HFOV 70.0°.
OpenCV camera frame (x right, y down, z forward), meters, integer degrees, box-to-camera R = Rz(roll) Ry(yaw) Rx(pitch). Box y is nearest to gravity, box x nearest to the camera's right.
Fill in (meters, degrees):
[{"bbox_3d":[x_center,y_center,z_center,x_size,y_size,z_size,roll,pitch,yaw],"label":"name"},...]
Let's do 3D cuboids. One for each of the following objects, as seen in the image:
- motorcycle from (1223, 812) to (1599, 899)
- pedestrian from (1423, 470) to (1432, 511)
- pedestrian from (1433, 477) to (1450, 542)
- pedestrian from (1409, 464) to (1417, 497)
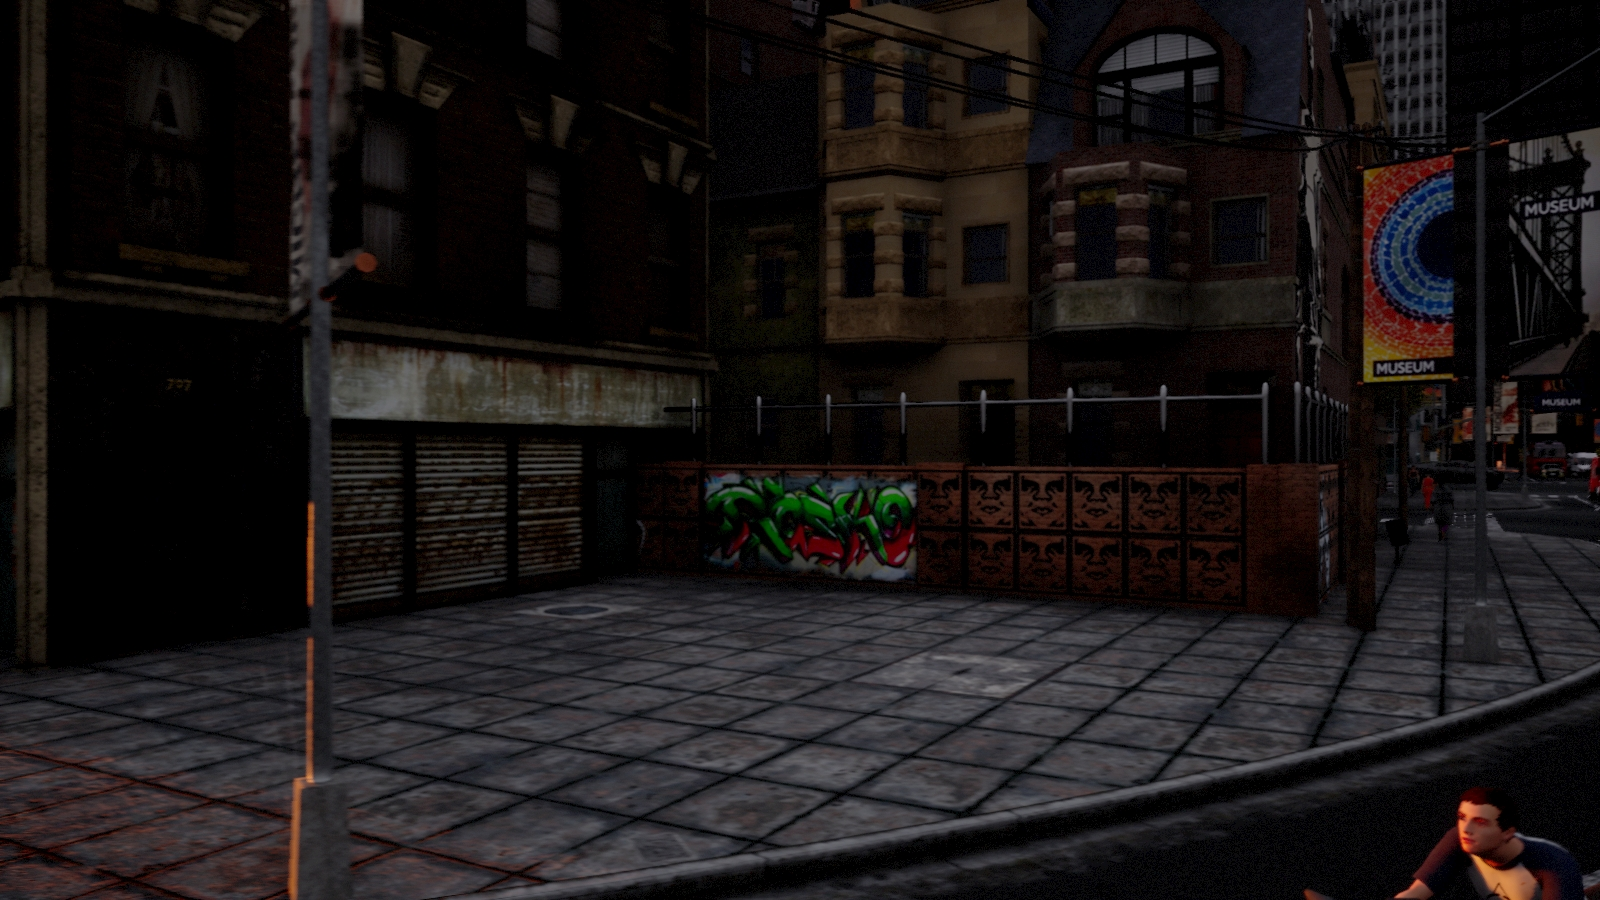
[{"bbox_3d":[2.680,2.215,4.379,2.033,1.145,0.803,0,-1,-27],"label":"motorcycle"},{"bbox_3d":[28.716,1.868,52.297,0.375,1.860,0.375,0,0,30],"label":"pedestrian"},{"bbox_3d":[18.601,1.709,33.135,0.375,1.860,0.375,0,0,37],"label":"pedestrian"},{"bbox_3d":[34.360,1.719,64.043,0.375,1.860,0.375,0,0,25],"label":"pedestrian"}]
